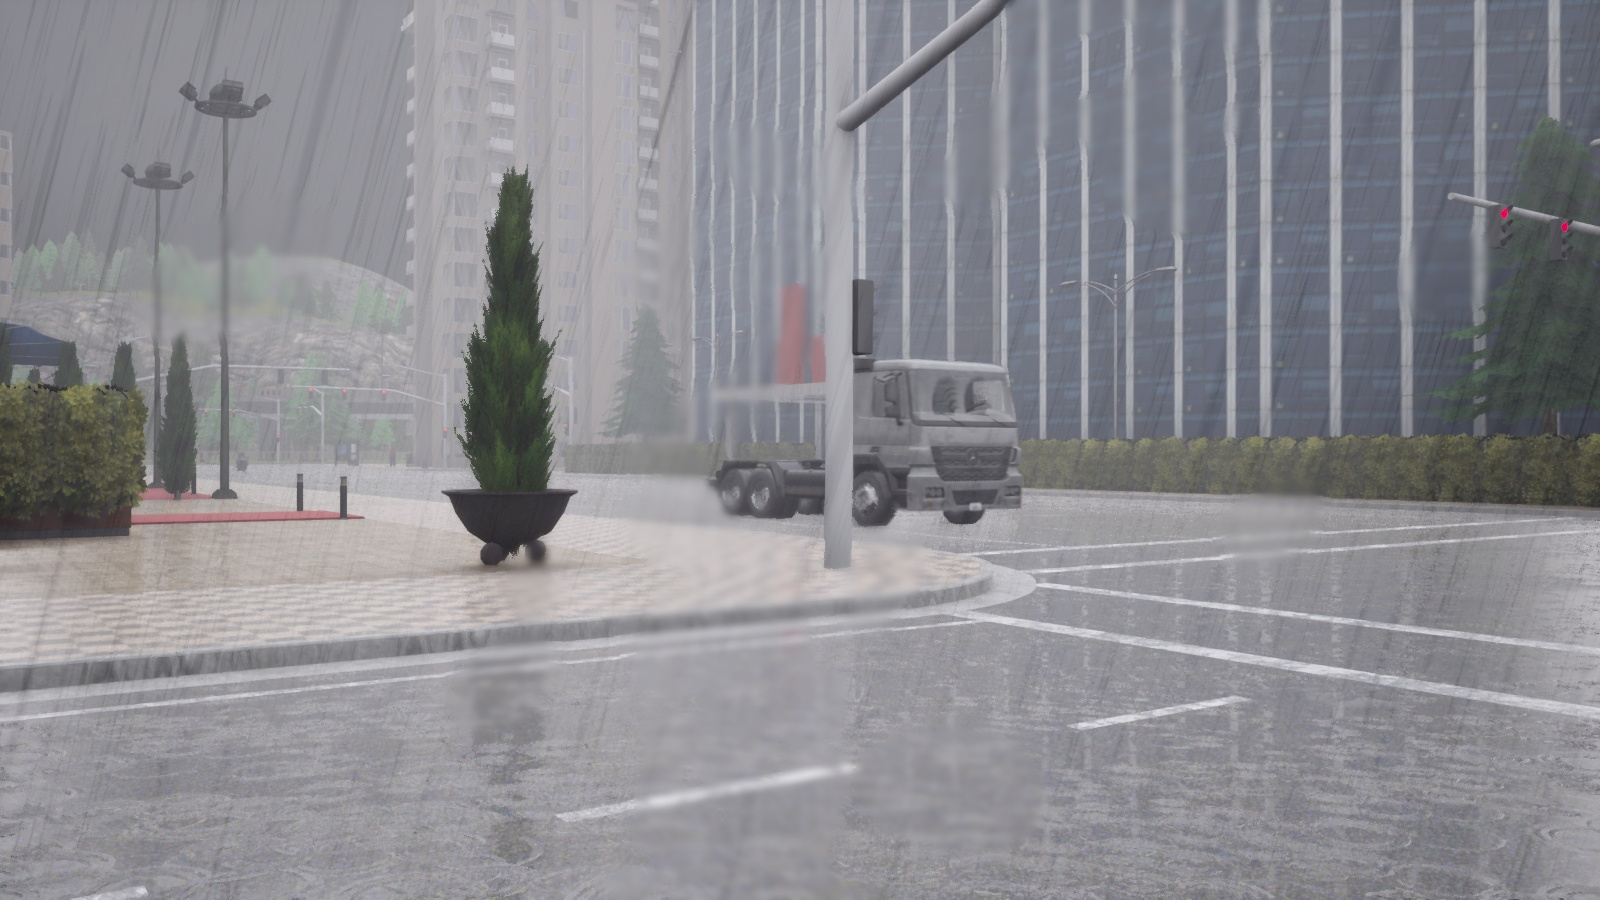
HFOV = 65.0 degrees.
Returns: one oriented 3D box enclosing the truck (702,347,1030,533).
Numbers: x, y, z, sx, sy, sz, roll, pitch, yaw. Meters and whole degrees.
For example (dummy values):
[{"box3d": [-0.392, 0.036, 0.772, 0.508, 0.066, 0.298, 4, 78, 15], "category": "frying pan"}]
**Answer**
[{"box3d": [1.136, -0.172, 27.532, 2.891, 3.462, 7.936, 0, 0, -35], "category": "truck"}]
